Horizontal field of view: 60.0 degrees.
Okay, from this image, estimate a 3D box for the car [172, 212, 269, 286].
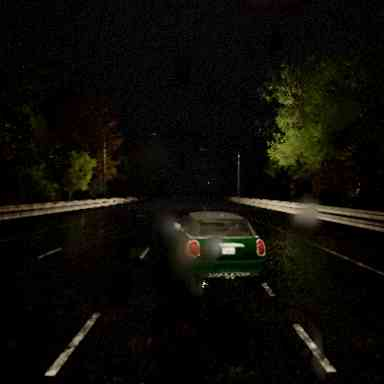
[{"bbox_3d":[0.565,1.349,9.673,2.097,1.767,4.553,0,0,-7],"label":"car"}]
